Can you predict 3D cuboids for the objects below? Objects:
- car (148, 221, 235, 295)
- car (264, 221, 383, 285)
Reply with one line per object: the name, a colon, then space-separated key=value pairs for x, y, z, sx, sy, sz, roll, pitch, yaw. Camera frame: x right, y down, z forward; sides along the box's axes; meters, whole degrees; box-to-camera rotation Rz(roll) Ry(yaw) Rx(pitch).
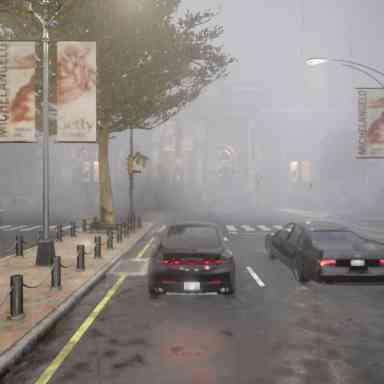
car: x=-0.005 y=1.506 z=8.670 sx=1.837 sy=1.490 sz=4.892 roll=0 pitch=0 yaw=0
car: x=3.495 y=1.548 z=9.543 sx=2.033 sy=1.411 sz=5.357 roll=0 pitch=0 yaw=0
